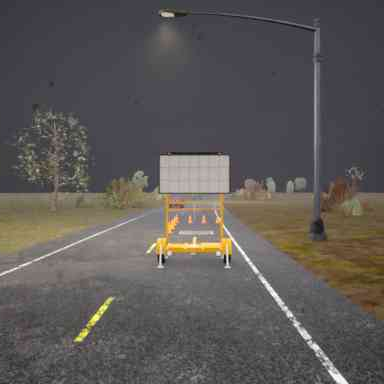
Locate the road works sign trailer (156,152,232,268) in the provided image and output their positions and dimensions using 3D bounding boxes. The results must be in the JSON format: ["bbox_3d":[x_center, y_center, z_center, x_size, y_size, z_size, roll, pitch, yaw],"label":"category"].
[{"bbox_3d":[0.085,0.464,11.258,2.380,3.560,2.880,0,0,1],"label":"road works sign trailer"}]

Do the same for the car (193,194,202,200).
[{"bbox_3d":[1.582,1.176,91.272,2.150,2.045,5.566,0,0,6],"label":"car"}]

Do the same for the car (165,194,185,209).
[{"bbox_3d":[-2.214,1.214,44.513,2.150,2.045,5.566,0,0,3],"label":"car"}]
